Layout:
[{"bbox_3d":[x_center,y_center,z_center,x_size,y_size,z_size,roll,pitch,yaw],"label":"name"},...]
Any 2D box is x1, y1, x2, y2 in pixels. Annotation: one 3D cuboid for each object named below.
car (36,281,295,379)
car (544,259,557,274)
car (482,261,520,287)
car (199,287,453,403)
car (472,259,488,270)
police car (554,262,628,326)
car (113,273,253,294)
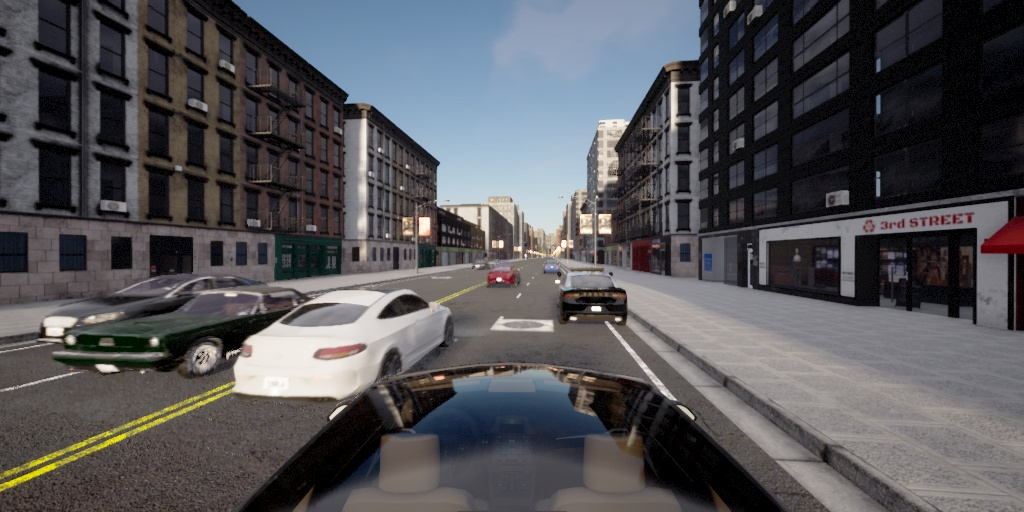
[{"bbox_3d":[-5.781,1.352,7.517,1.895,1.301,4.718,0,0,6],"label":"car"},{"bbox_3d":[4.588,1.285,41.408,2.033,1.411,5.357,0,0,6],"label":"car"},{"bbox_3d":[-0.517,1.271,24.150,1.812,1.442,4.674,0,0,6],"label":"car"},{"bbox_3d":[-2.431,1.276,6.363,1.812,1.442,4.674,0,0,6],"label":"car"},{"bbox_3d":[-4.401,1.228,50.663,2.128,1.511,4.902,0,0,6],"label":"car"},{"bbox_3d":[2.479,1.174,11.934,1.930,1.638,5.238,0,0,6],"label":"police car"},{"bbox_3d":[-8.827,1.243,9.566,2.128,1.511,4.902,0,0,6],"label":"car"}]
